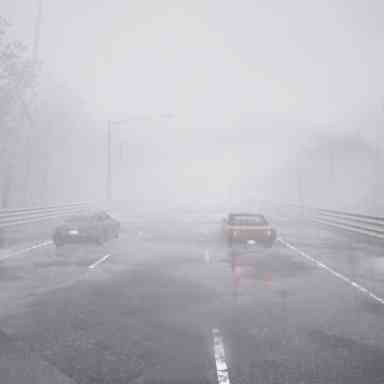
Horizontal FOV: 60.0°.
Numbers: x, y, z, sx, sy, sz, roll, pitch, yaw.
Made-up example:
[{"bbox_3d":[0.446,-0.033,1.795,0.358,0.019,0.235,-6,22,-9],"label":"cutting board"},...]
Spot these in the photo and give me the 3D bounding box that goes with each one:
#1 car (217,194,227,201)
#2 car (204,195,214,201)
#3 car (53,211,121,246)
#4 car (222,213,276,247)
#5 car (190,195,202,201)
[{"bbox_3d":[7.695,1.437,86.132,2.097,1.767,4.553,0,0,7],"label":"car"},{"bbox_3d":[4.131,1.677,85.789,1.895,1.301,4.718,0,0,7],"label":"car"},{"bbox_3d":[-4.611,1.569,15.188,1.994,1.385,4.181,0,0,2],"label":"car"},{"bbox_3d":[2.353,1.605,14.929,1.895,1.301,4.718,0,0,2],"label":"car"},{"bbox_3d":[0.601,1.622,85.736,2.033,1.411,5.357,0,0,7],"label":"car"}]
